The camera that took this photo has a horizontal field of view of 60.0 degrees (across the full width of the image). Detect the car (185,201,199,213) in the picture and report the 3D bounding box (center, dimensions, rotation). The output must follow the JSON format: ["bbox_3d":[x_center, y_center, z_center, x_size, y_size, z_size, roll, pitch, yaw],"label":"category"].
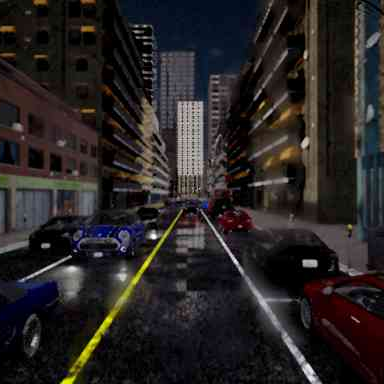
[{"bbox_3d":[-0.007,2.097,47.135,1.812,1.442,4.674,0,-1,0],"label":"car"}]

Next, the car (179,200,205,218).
[{"bbox_3d":[-0.027,1.914,34.966,2.128,1.511,4.902,0,-1,0],"label":"car"}]

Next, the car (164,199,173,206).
[{"bbox_3d":[-5.772,2.544,81.435,1.887,1.381,4.507,0,-1,0],"label":"car"}]

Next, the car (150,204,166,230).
[{"bbox_3d":[-3.110,1.808,23.462,1.812,1.442,4.674,0,-1,0],"label":"car"}]

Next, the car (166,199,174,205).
[{"bbox_3d":[-5.777,2.614,86.959,1.887,1.381,4.507,-1,-1,0],"label":"car"}]

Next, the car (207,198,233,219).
[{"bbox_3d":[3.075,1.646,34.707,2.150,2.045,5.566,0,-1,0],"label":"car"}]

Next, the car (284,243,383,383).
[{"bbox_3d":[2.680,1.632,4.107,1.802,1.307,4.206,0,-1,0],"label":"car"}]

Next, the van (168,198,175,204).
[{"bbox_3d":[-5.784,2.480,92.484,1.690,1.788,3.998,-1,-1,0],"label":"van"}]

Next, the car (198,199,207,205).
[{"bbox_3d":[2.609,2.549,81.429,2.008,1.369,4.403,-1,-1,0],"label":"car"}]

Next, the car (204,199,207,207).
[{"bbox_3d":[3.069,1.724,41.707,2.150,2.045,5.566,0,-1,0],"label":"car"}]

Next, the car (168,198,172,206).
[{"bbox_3d":[-5.767,2.495,75.911,1.947,1.339,4.313,0,-1,0],"label":"car"}]

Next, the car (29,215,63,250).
[{"bbox_3d":[-5.711,1.748,15.158,1.947,1.339,4.313,0,-1,0],"label":"car"}]

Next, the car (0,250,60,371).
[{"bbox_3d":[-3.103,1.641,3.255,1.895,1.301,4.718,0,-1,0],"label":"car"}]

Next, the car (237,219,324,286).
[{"bbox_3d":[2.675,1.682,9.631,1.947,1.339,4.313,0,-1,0],"label":"car"}]

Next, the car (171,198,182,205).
[{"bbox_3d":[-3.069,2.273,75.420,1.895,1.301,4.718,0,-1,0],"label":"car"}]

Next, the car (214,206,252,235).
[{"bbox_3d":[2.665,1.793,20.677,1.887,1.381,4.507,0,-1,0],"label":"car"}]

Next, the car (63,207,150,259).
[{"bbox_3d":[-3.109,1.511,13.254,2.097,1.767,4.553,0,-1,0],"label":"car"}]

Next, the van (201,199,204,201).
[{"bbox_3d":[2.627,2.063,59.341,1.690,1.788,3.998,-1,-1,0],"label":"van"}]

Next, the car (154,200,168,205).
[{"bbox_3d":[-5.752,2.245,59.174,1.752,1.417,4.829,0,-1,0],"label":"car"}]

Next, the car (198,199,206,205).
[{"bbox_3d":[2.604,2.619,86.952,2.008,1.369,4.403,-1,-1,0],"label":"car"}]
